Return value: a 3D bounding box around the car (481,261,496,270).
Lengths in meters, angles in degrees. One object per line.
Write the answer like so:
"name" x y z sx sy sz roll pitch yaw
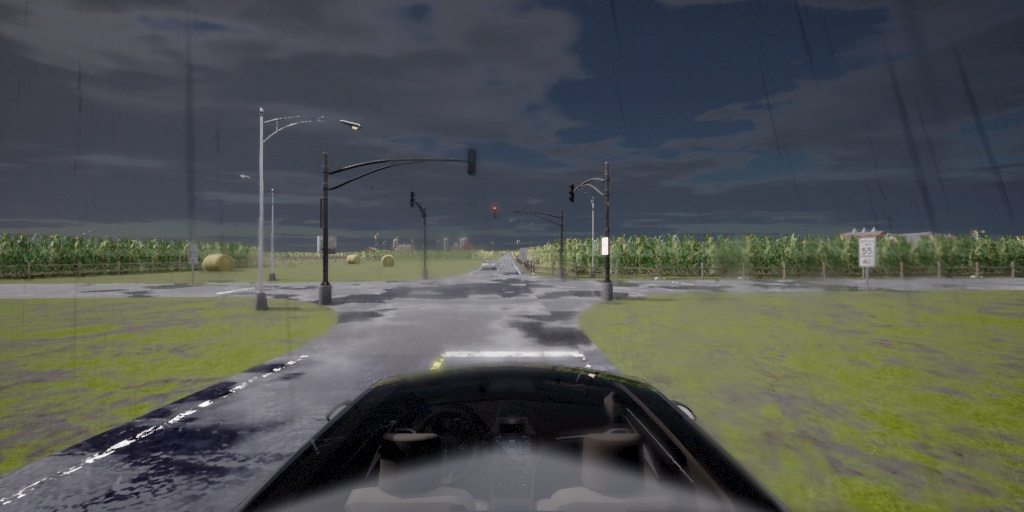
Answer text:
"car" -3.326 1.316 50.873 1.895 1.301 4.718 0 0 -1
